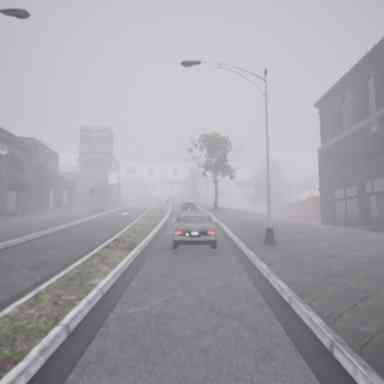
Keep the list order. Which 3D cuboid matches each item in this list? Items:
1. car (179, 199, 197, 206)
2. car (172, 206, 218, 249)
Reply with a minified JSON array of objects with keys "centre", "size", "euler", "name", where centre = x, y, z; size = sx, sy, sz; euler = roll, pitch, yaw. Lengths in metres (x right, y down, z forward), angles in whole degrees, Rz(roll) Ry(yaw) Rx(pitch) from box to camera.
[{"centre":[-0.415,1.548,37.822],"size":[1.837,1.490,4.892],"euler":[0,0,-2],"name":"car"},{"centre":[0.097,1.567,14.709],"size":[2.033,1.411,5.357],"euler":[0,0,0],"name":"car"}]
